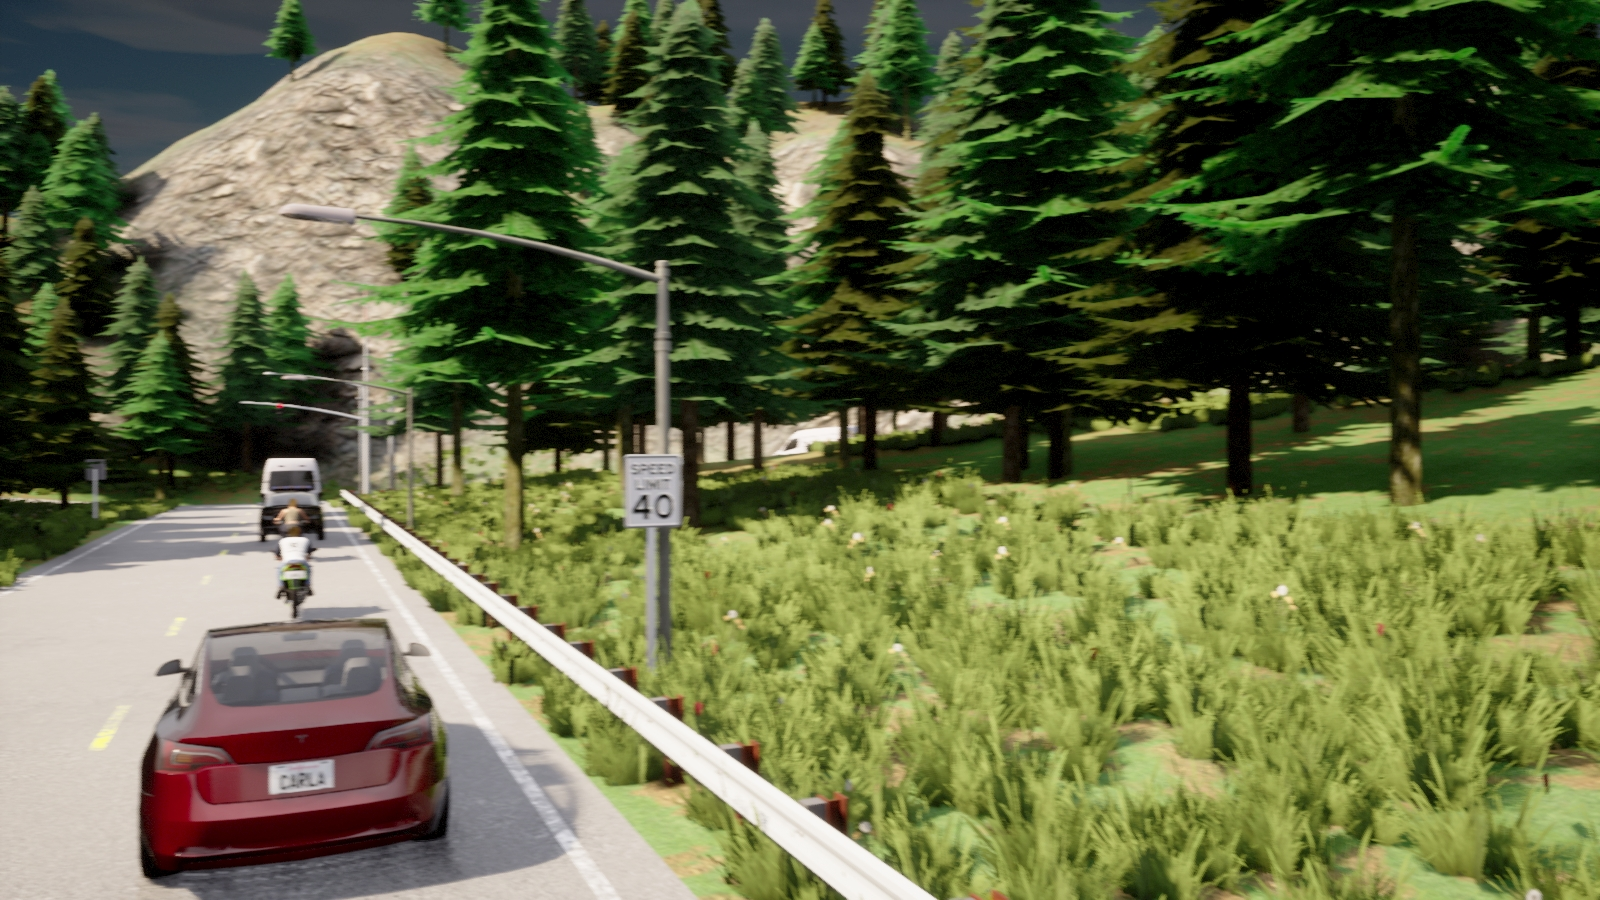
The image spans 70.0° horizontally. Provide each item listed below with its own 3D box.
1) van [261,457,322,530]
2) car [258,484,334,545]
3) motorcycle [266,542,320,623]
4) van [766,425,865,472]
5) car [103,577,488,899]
[{"bbox_3d":[-19.504,1.578,43.817,1.988,2.561,5.915,0,0,-24],"label":"van"},{"bbox_3d":[-16.367,2.018,37.093,2.097,1.638,5.238,0,0,-24],"label":"car"},{"bbox_3d":[-8.688,2.231,19.588,0.803,1.145,2.033,0,0,-24],"label":"motorcycle"},{"bbox_3d":[0.988,-0.074,73.993,5.915,2.561,1.988,-5,-1,20],"label":"van"},{"bbox_3d":[-4.008,2.070,9.236,2.163,1.488,4.792,0,0,-24],"label":"car"}]
